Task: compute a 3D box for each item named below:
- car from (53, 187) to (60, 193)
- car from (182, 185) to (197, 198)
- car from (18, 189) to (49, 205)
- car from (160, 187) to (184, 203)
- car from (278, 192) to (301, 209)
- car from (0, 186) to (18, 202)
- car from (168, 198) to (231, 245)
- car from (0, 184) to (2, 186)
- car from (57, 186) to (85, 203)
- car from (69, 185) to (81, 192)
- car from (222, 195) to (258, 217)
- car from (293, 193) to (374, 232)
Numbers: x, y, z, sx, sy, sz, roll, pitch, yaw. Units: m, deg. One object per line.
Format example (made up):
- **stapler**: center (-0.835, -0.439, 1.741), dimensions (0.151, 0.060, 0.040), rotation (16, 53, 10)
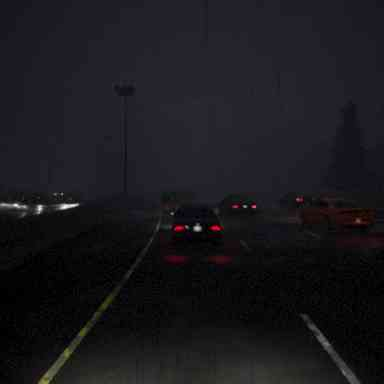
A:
- **car**: center (-29.491, -0.541, 73.428), dimensions (1.895, 1.301, 4.718), rotation (-1, 2, -26)
- **car**: center (-0.867, 0.219, 46.871), dimensions (1.882, 1.535, 5.008), rotation (0, 2, -14)
- **car**: center (-16.367, 0.520, 35.015), dimensions (1.812, 1.442, 4.674), rotation (0, 2, -11)
- **car**: center (-2.629, 0.446, 38.641), dimensions (2.128, 1.511, 4.902), rotation (0, 2, -11)
- **car**: center (9.450, 0.753, 30.220), dimensions (1.812, 1.442, 4.674), rotation (0, 1, -8)
- **car**: center (-20.854, 0.348, 39.441), dimensions (2.128, 1.511, 4.902), rotation (0, 2, -12)
- **car**: center (0.109, 1.186, 13.428), dimensions (2.033, 1.411, 5.357), rotation (0, 2, -1)
- **car**: center (-24.627, 0.040, 40.343), dimensions (2.150, 2.045, 5.566), rotation (0, 2, -13)
- **car**: center (-13.274, 0.435, 37.414), dimensions (2.128, 1.511, 4.902), rotation (0, 1, -11)
- **car**: center (-26.801, -0.731, 75.854), dimensions (1.882, 1.535, 5.008), rotation (-1, 2, -28)
- **car**: center (3.119, 0.924, 23.666), dimensions (2.033, 1.411, 5.357), rotation (0, 1, -6)
- **car**: center (7.103, 1.050, 16.940), dimensions (1.882, 1.535, 5.008), rotation (0, 1, -3)
